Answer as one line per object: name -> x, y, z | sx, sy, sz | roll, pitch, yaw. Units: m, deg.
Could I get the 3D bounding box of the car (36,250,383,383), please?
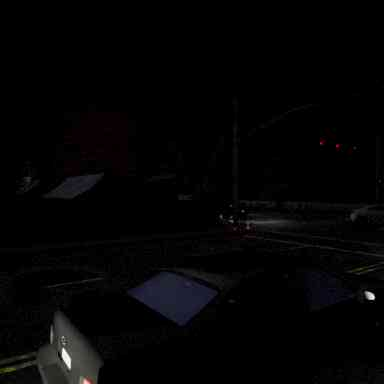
car -> 0.915, 1.547, 4.463 | 5.357, 1.411, 2.033 | 0, 0, -35

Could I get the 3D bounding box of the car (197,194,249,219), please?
car -> 2.507, 1.222, 29.456 | 2.150, 2.045, 5.566 | 0, 0, -37

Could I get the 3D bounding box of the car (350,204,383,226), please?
car -> 12.738, 1.525, 21.550 | 1.812, 1.442, 4.674 | 0, 0, -36
